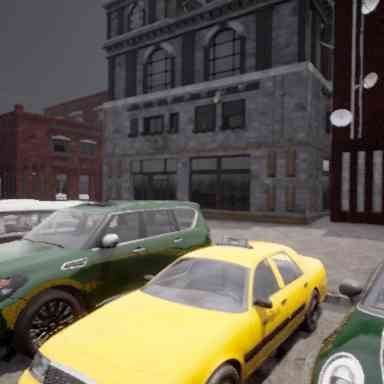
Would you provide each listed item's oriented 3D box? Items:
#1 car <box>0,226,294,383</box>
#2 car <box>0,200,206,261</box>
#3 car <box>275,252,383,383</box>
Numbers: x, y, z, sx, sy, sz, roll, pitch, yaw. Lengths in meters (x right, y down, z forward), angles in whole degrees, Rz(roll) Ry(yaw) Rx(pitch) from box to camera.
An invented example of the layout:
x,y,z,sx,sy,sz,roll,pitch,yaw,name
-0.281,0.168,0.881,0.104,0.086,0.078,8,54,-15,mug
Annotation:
x,y,z,sx,sy,sz,roll,pitch,yaw,name
0.474,1.477,4.778,1.946,1.575,5.366,0,0,35,car
-1.712,1.226,6.508,2.435,2.045,5.566,0,0,35,car
2.770,1.354,3.425,2.185,1.767,4.553,0,0,35,car
